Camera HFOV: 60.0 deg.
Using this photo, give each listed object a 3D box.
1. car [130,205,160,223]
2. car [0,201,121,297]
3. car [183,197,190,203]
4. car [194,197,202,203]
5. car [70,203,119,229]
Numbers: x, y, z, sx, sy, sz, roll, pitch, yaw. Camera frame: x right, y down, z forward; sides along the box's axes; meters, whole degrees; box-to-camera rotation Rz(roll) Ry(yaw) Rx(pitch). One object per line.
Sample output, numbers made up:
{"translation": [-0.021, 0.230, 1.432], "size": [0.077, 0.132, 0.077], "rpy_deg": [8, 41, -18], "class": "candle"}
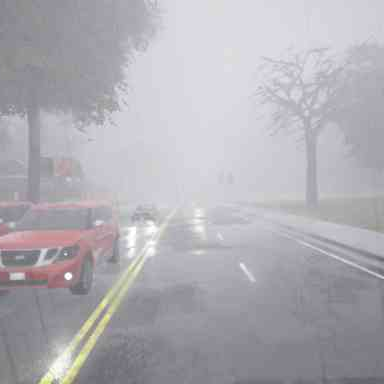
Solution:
{"translation": [-3.720, 1.703, 26.656], "size": [1.895, 1.301, 4.718], "rpy_deg": [-1, 0, -1], "class": "car"}
{"translation": [-3.468, 1.303, 9.278], "size": [2.150, 2.045, 5.566], "rpy_deg": [-1, 0, -1], "class": "car"}
{"translation": [-1.517, 2.244, 93.626], "size": [1.882, 1.535, 5.008], "rpy_deg": [-1, -1, -1], "class": "car"}
{"translation": [1.737, 2.208, 93.480], "size": [2.128, 1.511, 4.902], "rpy_deg": [-1, -1, -1], "class": "car"}
{"translation": [-6.944, 1.657, 24.287], "size": [2.128, 1.511, 4.902], "rpy_deg": [-1, 0, -1], "class": "car"}
